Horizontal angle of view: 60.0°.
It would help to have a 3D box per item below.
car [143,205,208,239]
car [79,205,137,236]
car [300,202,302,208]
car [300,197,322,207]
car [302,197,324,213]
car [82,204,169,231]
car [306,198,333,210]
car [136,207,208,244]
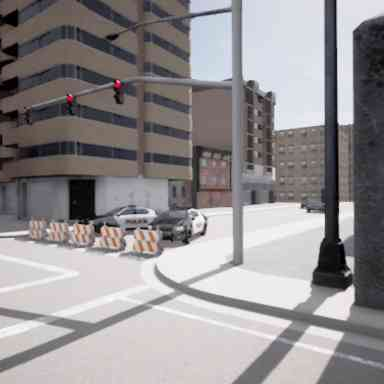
[{"bbox_3d":[-0.619,1.351,16.382,1.853,1.218,4.536,0,0,16],"label":"car"},{"bbox_3d":[-3.824,1.532,19.018,4.974,1.542,2.038,0,0,-29],"label":"car"},{"bbox_3d":[16.864,1.530,47.017,2.038,1.542,4.974,0,0,36],"label":"car"},{"bbox_3d":[16.893,1.372,47.060,1.853,1.218,4.536,0,0,36],"label":"car"},{"bbox_3d":[14.652,1.511,38.101,2.038,1.542,4.974,0,0,36],"label":"car"},{"bbox_3d":[-3.779,1.374,19.044,4.536,1.218,1.853,0,0,-29],"label":"car"},{"bbox_3d":[14.681,1.353,38.144,1.853,1.218,4.536,0,0,36],"label":"car"},{"bbox_3d":[-0.632,1.509,16.331,2.038,1.542,4.974,0,0,16],"label":"car"}]
